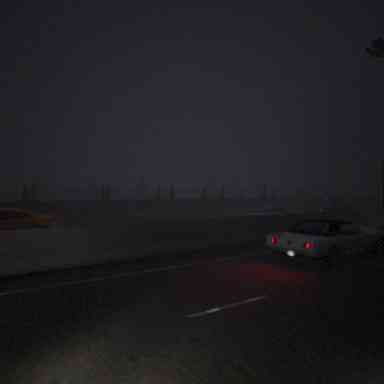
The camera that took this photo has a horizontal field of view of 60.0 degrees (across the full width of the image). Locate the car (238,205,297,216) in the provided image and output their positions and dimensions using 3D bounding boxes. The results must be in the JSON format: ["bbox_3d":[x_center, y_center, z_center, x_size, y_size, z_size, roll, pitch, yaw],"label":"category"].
[{"bbox_3d":[4.591,1.518,20.152,4.674,1.442,1.812,0,0,-36],"label":"car"}]

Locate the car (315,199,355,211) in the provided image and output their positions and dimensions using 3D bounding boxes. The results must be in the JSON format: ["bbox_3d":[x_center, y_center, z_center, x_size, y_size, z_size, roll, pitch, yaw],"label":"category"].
[{"bbox_3d":[15.864,1.531,36.773,5.357,1.411,2.033,0,0,-35],"label":"car"}]

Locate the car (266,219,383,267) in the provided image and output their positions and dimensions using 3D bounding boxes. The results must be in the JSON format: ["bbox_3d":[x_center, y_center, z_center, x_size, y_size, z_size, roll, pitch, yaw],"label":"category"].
[{"bbox_3d":[4.842,1.596,11.505,4.718,1.301,1.895,0,0,-36],"label":"car"}]

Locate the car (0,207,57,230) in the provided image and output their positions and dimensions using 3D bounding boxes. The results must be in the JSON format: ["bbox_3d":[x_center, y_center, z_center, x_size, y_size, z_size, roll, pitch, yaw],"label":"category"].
[{"bbox_3d":[-8.775,1.476,14.930,5.008,1.535,1.882,0,0,-36],"label":"car"}]
